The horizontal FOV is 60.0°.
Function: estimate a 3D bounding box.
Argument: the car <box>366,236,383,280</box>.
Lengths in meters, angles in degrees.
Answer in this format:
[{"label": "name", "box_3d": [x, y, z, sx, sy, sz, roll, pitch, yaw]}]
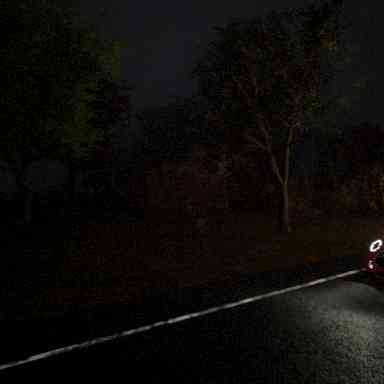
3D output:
[{"label": "car", "box_3d": [6.534, 1.329, 8.684, 4.553, 1.767, 2.097, 0, 0, -36]}]
